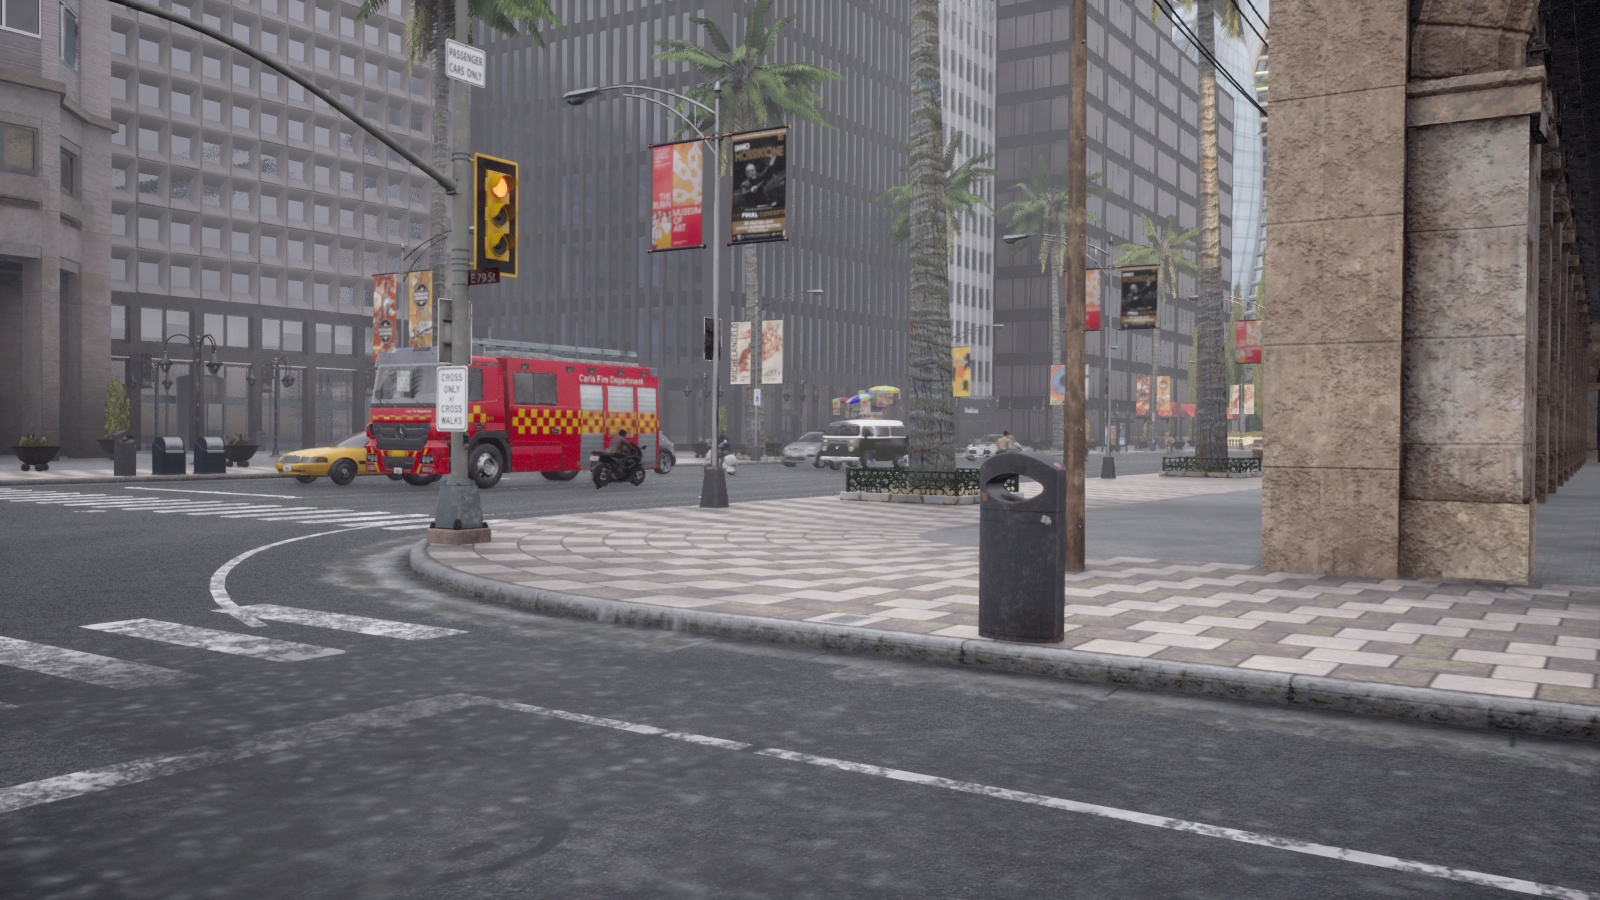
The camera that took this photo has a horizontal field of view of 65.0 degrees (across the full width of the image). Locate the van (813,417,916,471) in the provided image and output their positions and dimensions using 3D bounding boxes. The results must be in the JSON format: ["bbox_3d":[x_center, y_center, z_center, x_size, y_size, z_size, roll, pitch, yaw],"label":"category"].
[{"bbox_3d":[2.599,-0.250,49.885,2.069,2.038,4.480,0,1,34],"label":"van"}]

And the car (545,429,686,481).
[{"bbox_3d":[-6.219,0.132,42.895,2.033,1.649,4.856,0,1,34],"label":"car"}]

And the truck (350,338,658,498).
[{"bbox_3d":[-7.730,-0.831,34.274,2.891,3.827,8.468,0,1,33],"label":"truck"}]

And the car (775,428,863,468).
[{"bbox_3d":[0.854,-0.110,53.583,1.851,1.617,3.988,0,1,34],"label":"car"}]

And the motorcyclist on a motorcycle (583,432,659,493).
[{"bbox_3d":[-4.625,0.310,32.601,0.797,1.523,2.044,0,1,33],"label":"motorcyclist on a motorcycle"}]

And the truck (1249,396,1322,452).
[{"bbox_3d":[31.782,-1.659,82.055,2.891,3.462,7.936,0,1,33],"label":"truck"}]

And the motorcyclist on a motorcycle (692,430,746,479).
[{"bbox_3d":[-2.678,0.137,41.904,0.866,1.590,1.817,0,1,33],"label":"motorcyclist on a motorcycle"}]

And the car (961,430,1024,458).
[{"bbox_3d":[10.532,-0.333,68.464,1.970,1.475,3.806,0,1,33],"label":"car"}]

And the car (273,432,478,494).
[{"bbox_3d":[-11.593,0.301,34.719,1.801,1.575,5.366,0,1,34],"label":"car"}]
